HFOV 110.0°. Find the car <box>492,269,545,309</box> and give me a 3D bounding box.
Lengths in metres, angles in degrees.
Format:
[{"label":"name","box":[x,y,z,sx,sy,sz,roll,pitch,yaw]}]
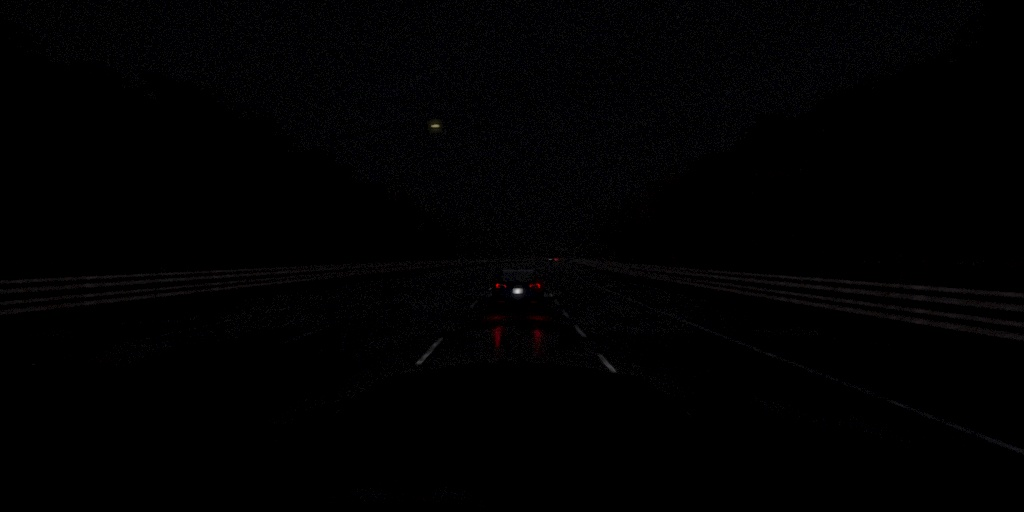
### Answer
[{"label":"car","box":[0.270,1.268,14.917,2.163,1.488,4.792,0,0,2]}]
